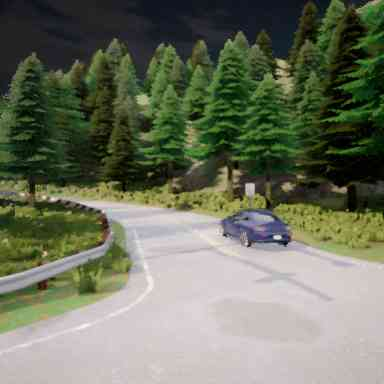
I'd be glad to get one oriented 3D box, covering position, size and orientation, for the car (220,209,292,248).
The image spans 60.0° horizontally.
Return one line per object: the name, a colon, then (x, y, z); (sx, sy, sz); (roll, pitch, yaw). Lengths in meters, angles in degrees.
car: (2.681, 1.490, 14.729); (1.812, 1.442, 4.674); (0, 1, -14)
